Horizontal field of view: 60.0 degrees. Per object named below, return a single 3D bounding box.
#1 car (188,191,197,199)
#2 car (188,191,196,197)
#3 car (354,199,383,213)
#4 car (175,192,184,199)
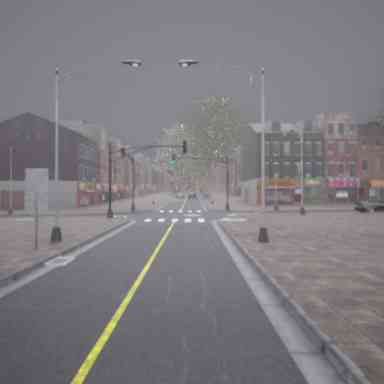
[{"bbox_3d":[0.067,0.734,75.225,1.882,1.535,5.008,0,1,0],"label":"car"},{"bbox_3d":[0.077,0.442,85.648,1.994,1.385,4.181,0,1,0],"label":"car"},{"bbox_3d":[17.228,1.268,30.627,4.313,1.339,1.947,-1,0,0],"label":"car"},{"bbox_3d":[-2.684,0.810,74.208,1.812,1.442,4.674,0,1,0],"label":"car"}]
